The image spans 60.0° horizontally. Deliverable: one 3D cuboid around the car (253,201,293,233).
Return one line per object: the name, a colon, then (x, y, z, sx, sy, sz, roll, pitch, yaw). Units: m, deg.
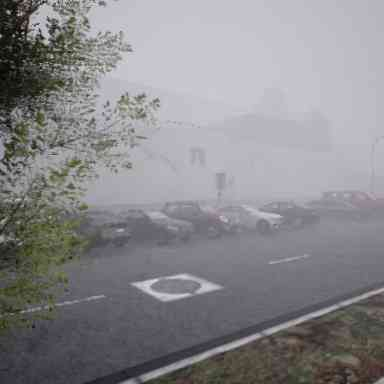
car: (2.840, 1.391, 18.577, 4.674, 1.452, 2.002, -1, -1, 35)

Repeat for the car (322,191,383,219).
car: (12.640, 0.926, 25.529, 5.566, 2.045, 2.435, -1, 0, 35)

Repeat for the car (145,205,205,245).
car: (-2.046, 1.469, 15.096, 4.674, 1.452, 2.002, -1, -1, 35)

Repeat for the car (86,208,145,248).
car: (-4.523, 1.486, 13.360, 4.792, 1.488, 2.163, -1, 0, 35)

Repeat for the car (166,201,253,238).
car: (0.369, 1.265, 16.853, 4.553, 1.767, 2.185, -1, -1, 35)

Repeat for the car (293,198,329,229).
car: (5.289, 1.309, 20.310, 5.008, 1.535, 2.097, -1, 0, 35)

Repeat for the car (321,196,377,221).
car: (10.200, 1.249, 23.785, 4.792, 1.488, 2.163, -1, 0, 35)
